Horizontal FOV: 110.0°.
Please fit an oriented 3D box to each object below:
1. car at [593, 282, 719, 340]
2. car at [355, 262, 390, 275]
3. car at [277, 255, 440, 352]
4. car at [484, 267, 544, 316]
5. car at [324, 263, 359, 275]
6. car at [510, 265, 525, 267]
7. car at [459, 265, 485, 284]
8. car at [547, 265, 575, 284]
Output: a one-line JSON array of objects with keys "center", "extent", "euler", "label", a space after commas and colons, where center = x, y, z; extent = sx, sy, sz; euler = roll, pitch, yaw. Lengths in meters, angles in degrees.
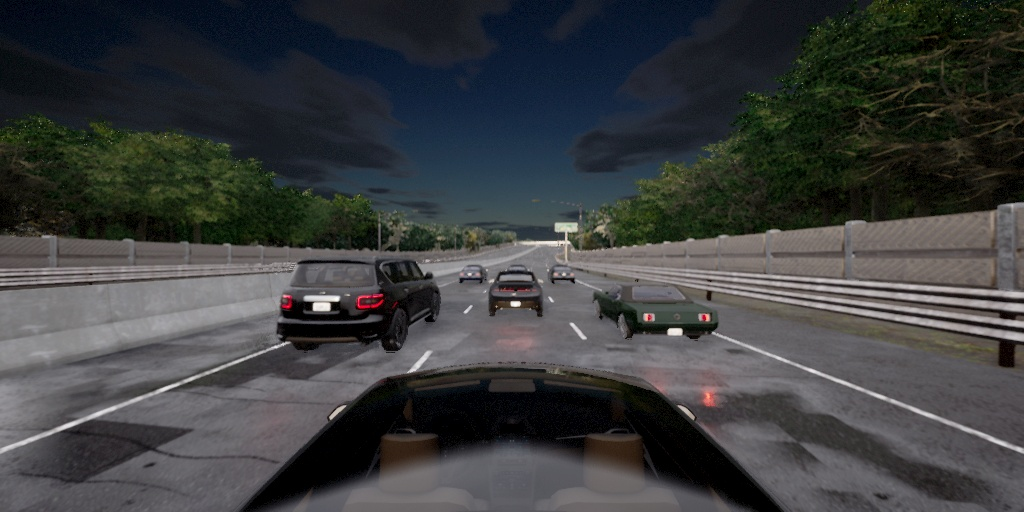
[{"center": [3.610, 1.386, 10.076], "extent": [1.895, 1.301, 4.718], "euler": [0, 0, 1], "label": "car"}, {"center": [-16.823, 1.508, 43.679], "extent": [2.033, 1.411, 5.357], "euler": [0, 0, 2], "label": "car"}, {"center": [-3.403, 1.004, 9.164], "extent": [2.150, 2.045, 5.566], "euler": [0, 0, 1], "label": "car"}, {"center": [0.157, 1.306, 13.686], "extent": [1.837, 1.490, 4.892], "euler": [0, -1, 1], "label": "car"}, {"center": [-20.348, 1.556, 43.011], "extent": [1.895, 1.301, 4.718], "euler": [0, 0, 2], "label": "car"}, {"center": [0.430, 1.437, 29.102], "extent": [2.033, 1.411, 5.357], "euler": [0, 0, 2], "label": "car"}, {"center": [-3.073, 1.436, 29.117], "extent": [2.033, 1.411, 5.357], "euler": [0, 0, 2], "label": "car"}, {"center": [3.929, 1.438, 29.025], "extent": [2.033, 1.411, 5.357], "euler": [0, 0, 2], "label": "car"}]
